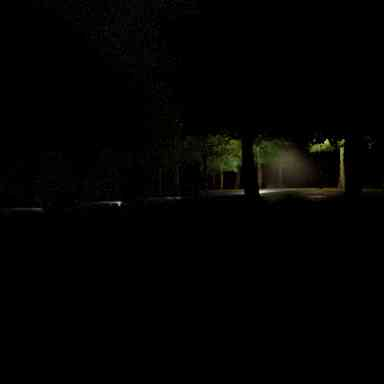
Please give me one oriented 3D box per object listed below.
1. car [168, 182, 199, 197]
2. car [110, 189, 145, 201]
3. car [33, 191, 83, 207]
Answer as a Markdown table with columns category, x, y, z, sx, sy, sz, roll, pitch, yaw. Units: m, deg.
| category | x | y | z | sx | sy | sz | roll | pitch | yaw |
| --- | --- | --- | --- | --- | --- | --- | --- | --- | --- |
| car | -1.156 | -0.401 | 49.766 | 2.150 | 2.045 | 5.566 | -1 | 2 | 37 |
| car | -7.888 | 0.324 | 41.023 | 1.812 | 1.442 | 4.674 | -1 | 2 | 37 |
| car | -13.513 | 0.666 | 33.731 | 1.837 | 1.490 | 4.892 | -1 | 2 | 38 |
